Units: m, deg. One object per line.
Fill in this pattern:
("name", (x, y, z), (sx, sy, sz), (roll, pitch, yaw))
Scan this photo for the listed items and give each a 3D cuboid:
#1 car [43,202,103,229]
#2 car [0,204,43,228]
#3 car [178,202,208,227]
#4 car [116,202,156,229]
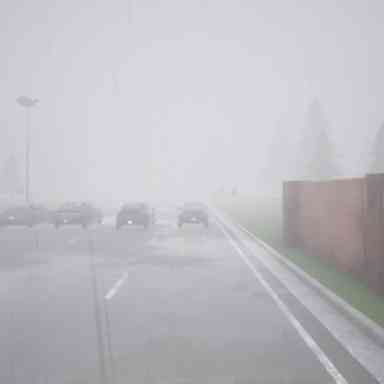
("car", (-6.903, 1.373, 20.571), (2.128, 1.511, 4.902), (0, 0, 0))
("car", (-10.403, 1.442, 21.234), (1.994, 1.385, 4.181), (0, 0, 0))
("car", (0.083, 1.401, 21.600), (1.812, 1.442, 4.674), (0, 0, 0))
("car", (-3.403, 1.386, 20.658), (1.837, 1.490, 4.892), (0, 0, 0))
